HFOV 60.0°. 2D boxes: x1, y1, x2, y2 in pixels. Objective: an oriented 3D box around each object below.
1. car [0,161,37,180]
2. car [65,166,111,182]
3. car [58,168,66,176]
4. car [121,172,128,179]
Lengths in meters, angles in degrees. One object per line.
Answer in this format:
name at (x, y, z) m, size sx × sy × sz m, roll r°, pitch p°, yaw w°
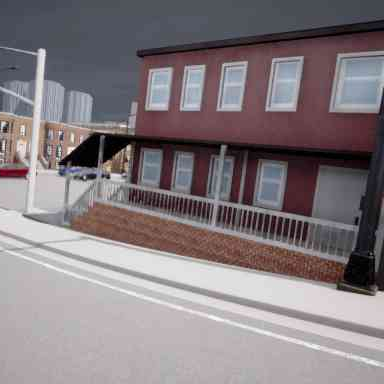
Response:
car at (-17.372, -2.062, 31.670) m, size 1.882 × 1.535 × 5.008 m, roll 10°, pitch 6°, yaw 35°
car at (-11.857, -2.044, 39.320) m, size 2.128 × 1.511 × 4.902 m, roll 10°, pitch 6°, yaw 35°
car at (-14.314, -2.574, 41.831) m, size 1.882 × 1.535 × 5.008 m, roll 10°, pitch 6°, yaw 36°
car at (-8.439, -2.553, 49.945) m, size 2.128 × 1.511 × 4.902 m, roll 10°, pitch 6°, yaw 36°
